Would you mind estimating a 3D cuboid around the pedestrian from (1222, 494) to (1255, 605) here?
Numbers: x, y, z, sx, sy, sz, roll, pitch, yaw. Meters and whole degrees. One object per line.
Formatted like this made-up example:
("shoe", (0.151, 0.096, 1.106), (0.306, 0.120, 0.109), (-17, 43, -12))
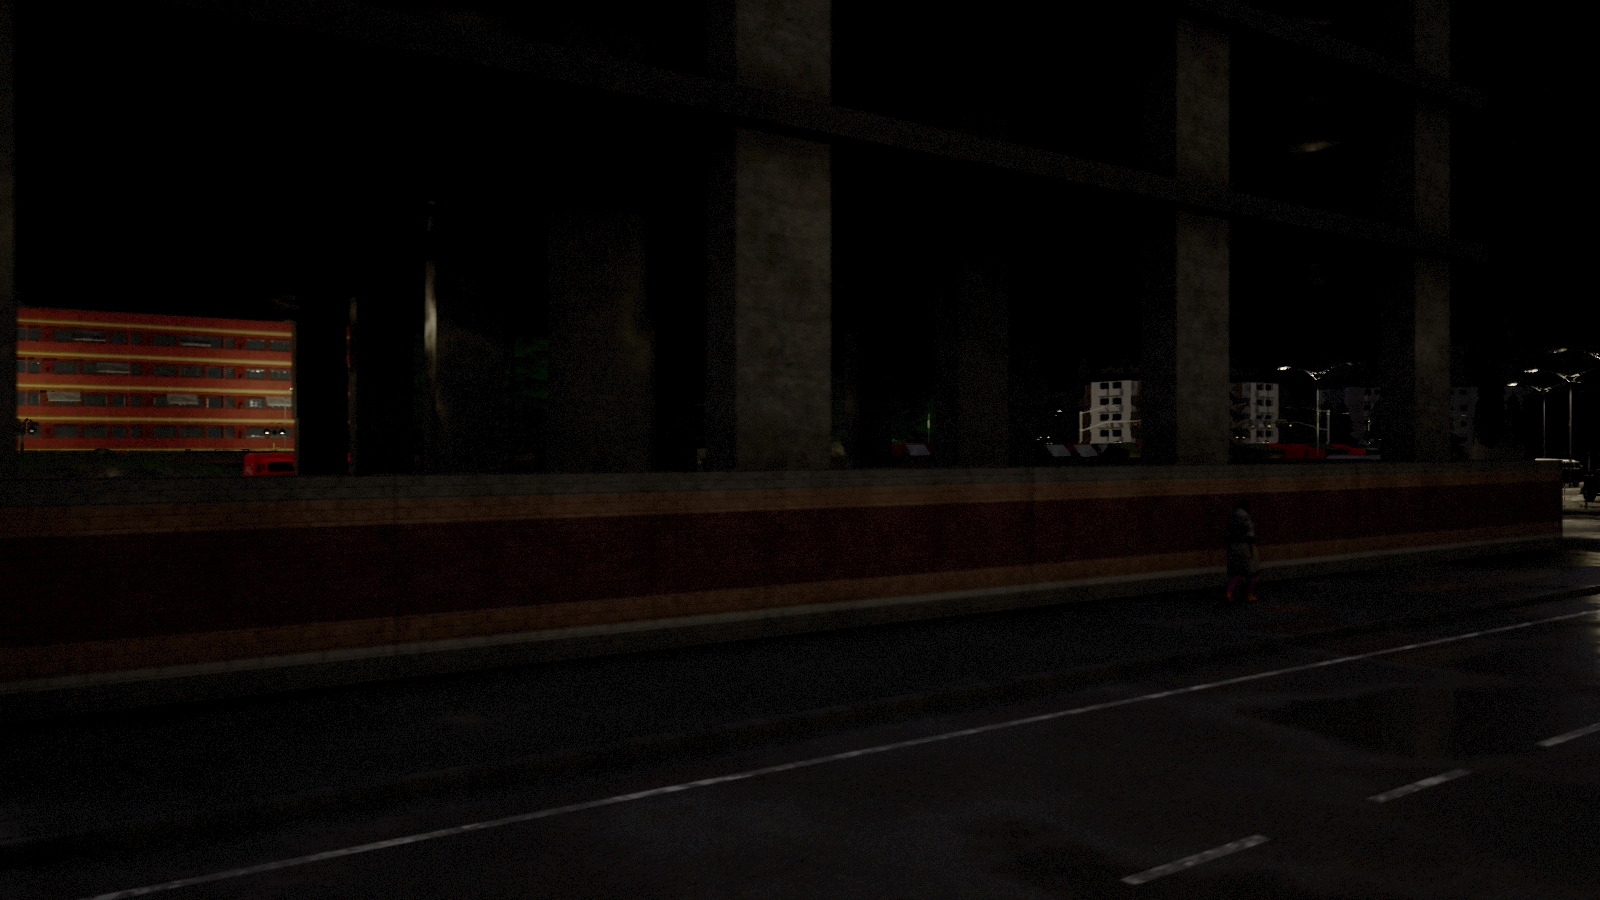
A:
("pedestrian", (7.507, 1.697, 19.570), (0.375, 1.860, 0.375), (0, 0, -32))
